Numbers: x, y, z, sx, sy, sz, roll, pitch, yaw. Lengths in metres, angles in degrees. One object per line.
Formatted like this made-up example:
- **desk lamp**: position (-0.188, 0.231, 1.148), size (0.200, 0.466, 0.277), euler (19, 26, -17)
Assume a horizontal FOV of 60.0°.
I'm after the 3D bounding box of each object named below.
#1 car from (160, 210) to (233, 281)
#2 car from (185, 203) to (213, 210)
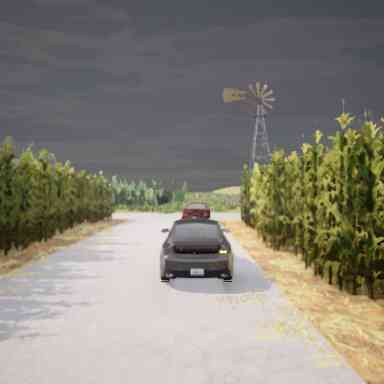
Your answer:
- **car**: position (0.119, 1.541, 9.945), size (1.837, 1.490, 4.892), euler (0, 1, 0)
- **car**: position (0.453, 1.525, 24.174), size (1.882, 1.535, 5.008), euler (0, 0, 5)
